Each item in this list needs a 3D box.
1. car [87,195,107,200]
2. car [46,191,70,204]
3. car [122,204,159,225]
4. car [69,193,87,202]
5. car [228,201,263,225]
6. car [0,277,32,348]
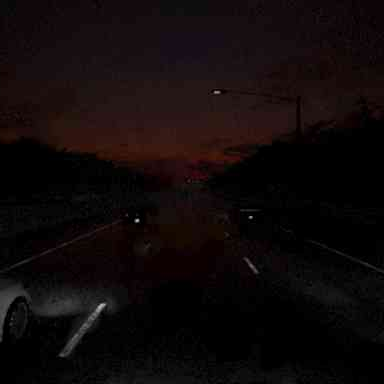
[{"bbox_3d":[-14.014,1.232,50.723,1.812,1.442,4.674,0,0,0],"label":"car"},{"bbox_3d":[-20.998,0.917,52.778,2.150,2.045,5.566,0,0,1],"label":"car"},{"bbox_3d":[-3.377,1.458,22.746,1.895,1.301,4.718,0,0,0],"label":"car"},{"bbox_3d":[-17.503,1.222,53.044,1.812,1.442,4.674,0,0,0],"label":"car"},{"bbox_3d":[3.623,1.347,22.923,2.128,1.511,4.902,0,0,0],"label":"car"},{"bbox_3d":[-3.397,1.504,3.253,1.812,1.442,4.674,0,0,0],"label":"car"}]
